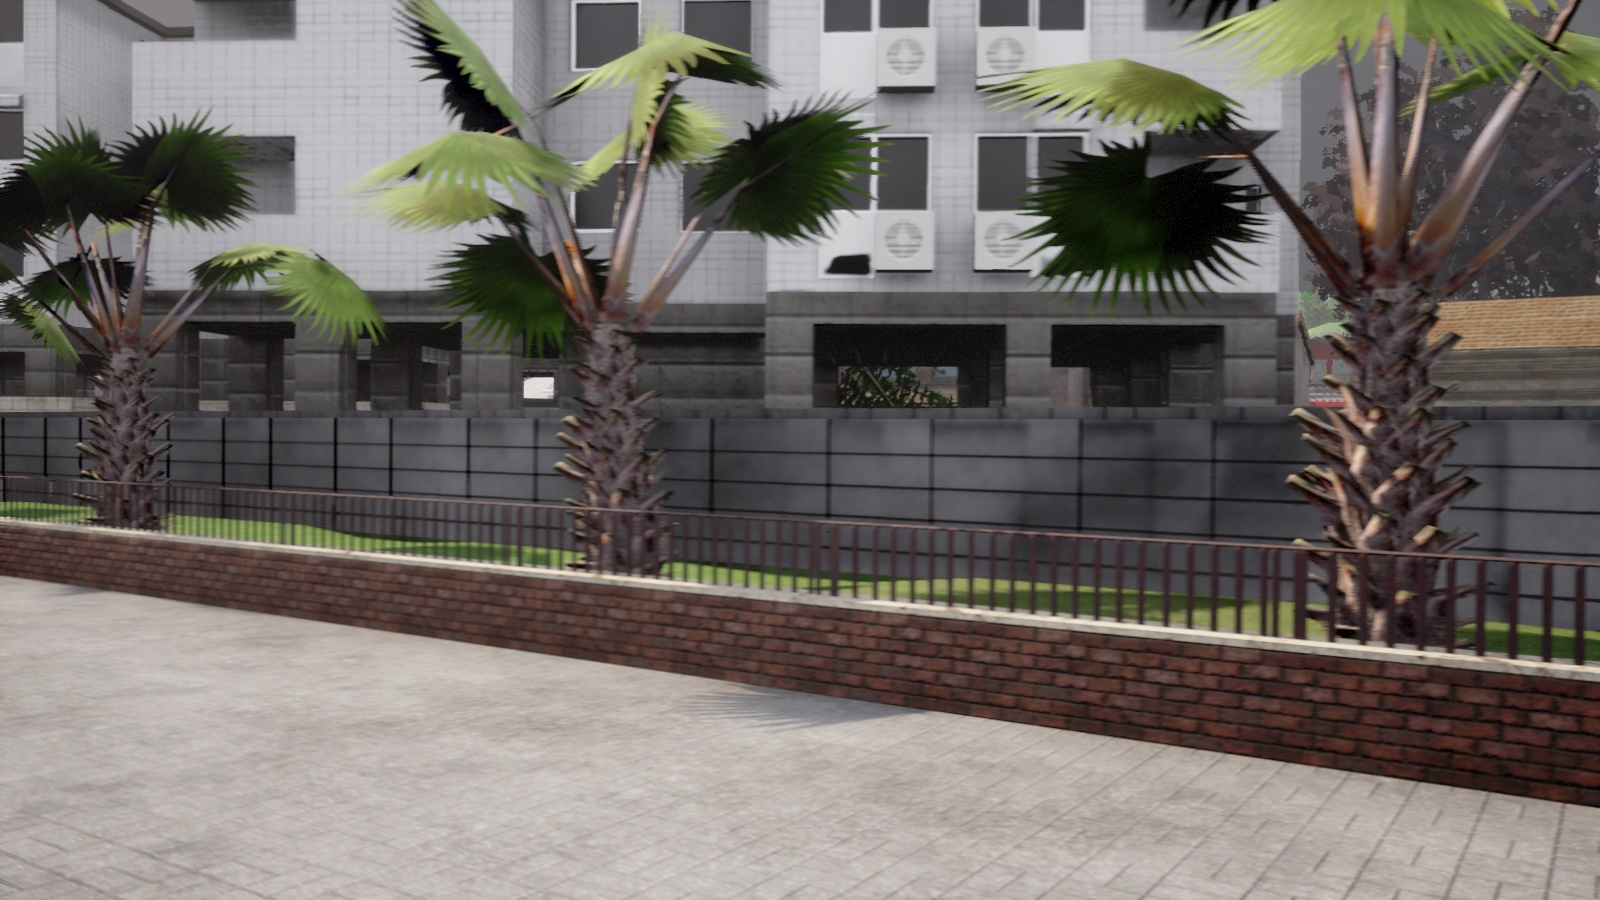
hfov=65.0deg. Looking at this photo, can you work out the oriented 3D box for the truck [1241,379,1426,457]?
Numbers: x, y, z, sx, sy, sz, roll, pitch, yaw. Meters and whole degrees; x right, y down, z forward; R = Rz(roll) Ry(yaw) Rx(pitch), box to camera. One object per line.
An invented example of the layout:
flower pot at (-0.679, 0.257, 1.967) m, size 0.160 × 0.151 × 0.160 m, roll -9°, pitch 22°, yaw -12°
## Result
truck at (27.619, -1.573, 65.186) m, size 8.468 × 3.827 × 2.891 m, roll 0°, pitch 1°, yaw 34°
